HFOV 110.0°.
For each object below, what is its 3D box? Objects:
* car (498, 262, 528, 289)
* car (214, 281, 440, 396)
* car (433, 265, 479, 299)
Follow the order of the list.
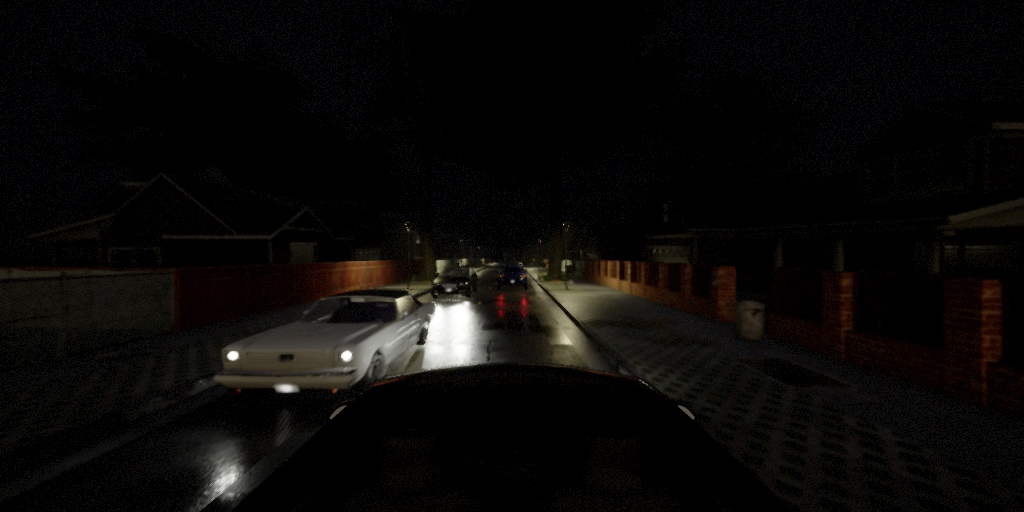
[{"bbox_3d":[0.058,1.292,23.056,1.812,1.442,4.674,0,0,1],"label":"car"},{"bbox_3d":[-2.827,1.350,6.699,1.895,1.301,4.718,0,0,0],"label":"car"},{"bbox_3d":[-2.792,1.250,18.409,2.128,1.511,4.902,0,0,0],"label":"car"}]
